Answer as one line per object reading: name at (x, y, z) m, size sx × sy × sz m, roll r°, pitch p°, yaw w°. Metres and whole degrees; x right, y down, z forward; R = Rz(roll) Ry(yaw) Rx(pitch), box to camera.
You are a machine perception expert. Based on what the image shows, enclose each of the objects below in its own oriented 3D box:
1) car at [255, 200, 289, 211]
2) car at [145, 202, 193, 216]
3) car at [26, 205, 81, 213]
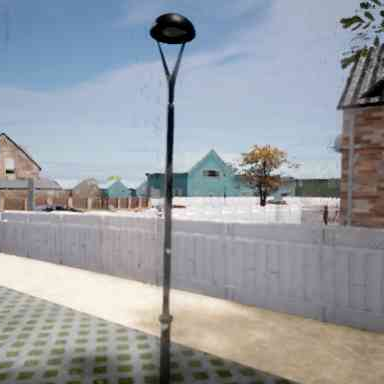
car at (9.034, 1.699, 38.117) m, size 4.553 × 1.767 × 2.097 m, roll 1°, pitch 1°, yaw -33°
car at (-2.086, 1.707, 29.629) m, size 5.008 × 1.535 × 1.882 m, roll 1°, pitch 1°, yaw -41°
car at (-9.734, 1.628, 22.153) m, size 1.837 × 1.490 × 4.892 m, roll 2°, pitch 1°, yaw 43°
